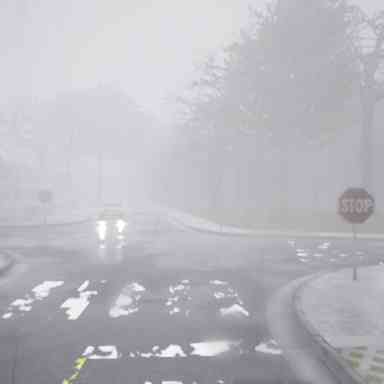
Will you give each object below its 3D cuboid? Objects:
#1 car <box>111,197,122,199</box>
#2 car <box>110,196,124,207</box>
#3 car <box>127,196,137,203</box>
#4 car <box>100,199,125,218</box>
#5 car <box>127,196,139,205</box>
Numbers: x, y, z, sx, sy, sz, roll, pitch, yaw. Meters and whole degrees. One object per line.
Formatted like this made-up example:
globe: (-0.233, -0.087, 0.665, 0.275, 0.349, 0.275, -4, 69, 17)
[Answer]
car: (-9.295, 1.447, 40.636, 1.882, 1.535, 5.008, 0, 0, -12)
car: (-12.112, 1.512, 54.054, 2.128, 1.511, 4.902, 0, 0, -12)
car: (-12.875, 1.554, 71.373, 1.895, 1.301, 4.718, 0, 0, -12)
car: (-6.997, 1.561, 29.480, 1.895, 1.301, 4.718, 0, 0, -10)
car: (-10.716, 1.560, 61.146, 2.128, 1.511, 4.902, 0, 0, -12)
